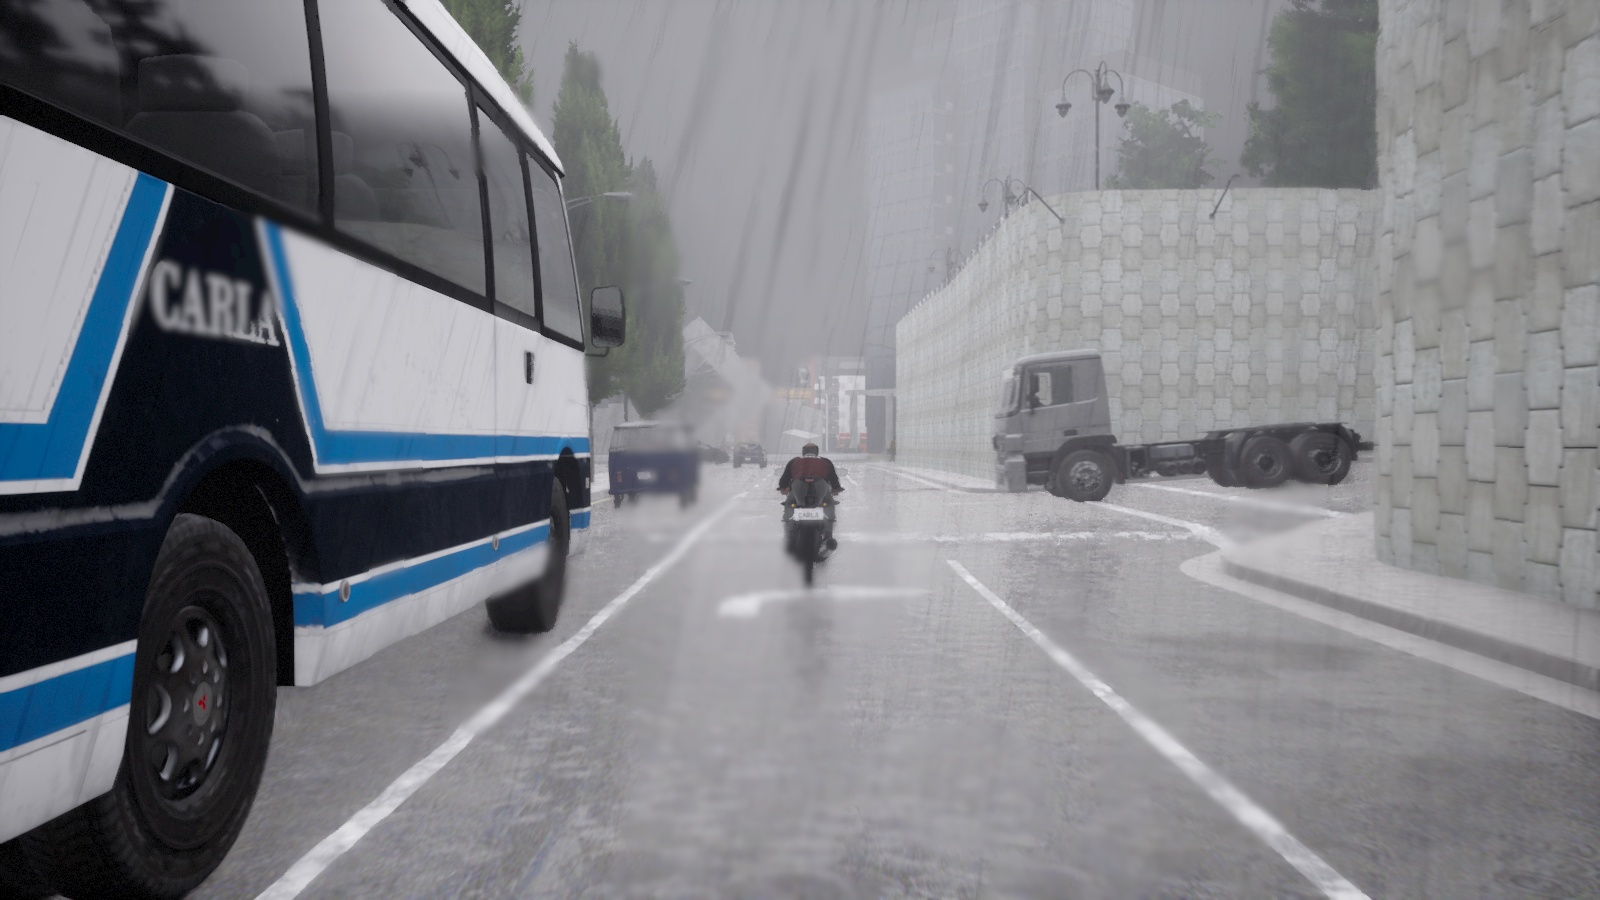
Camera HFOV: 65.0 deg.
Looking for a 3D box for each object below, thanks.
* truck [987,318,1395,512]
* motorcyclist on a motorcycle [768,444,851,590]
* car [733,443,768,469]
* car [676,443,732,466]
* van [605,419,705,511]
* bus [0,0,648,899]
[{"bbox_3d":[8.433,-0.733,27.891,7.936,3.462,2.891,-5,0,2],"label":"truck"},{"bbox_3d":[0.119,0.701,14.287,0.866,1.530,2.191,0,0,1],"label":"motorcyclist on a motorcycle"},{"bbox_3d":[-2.955,0.333,75.396,1.816,1.474,4.193,0,0,2],"label":"car"},{"bbox_3d":[-6.281,0.291,82.524,3.633,1.501,1.845,0,0,-2],"label":"car"},{"bbox_3d":[-3.320,0.308,29.495,1.775,1.987,4.442,-1,0,0],"label":"van"},{"bbox_3d":[-3.445,-0.671,6.788,3.944,4.253,10.273,0,0,0],"label":"bus"}]
